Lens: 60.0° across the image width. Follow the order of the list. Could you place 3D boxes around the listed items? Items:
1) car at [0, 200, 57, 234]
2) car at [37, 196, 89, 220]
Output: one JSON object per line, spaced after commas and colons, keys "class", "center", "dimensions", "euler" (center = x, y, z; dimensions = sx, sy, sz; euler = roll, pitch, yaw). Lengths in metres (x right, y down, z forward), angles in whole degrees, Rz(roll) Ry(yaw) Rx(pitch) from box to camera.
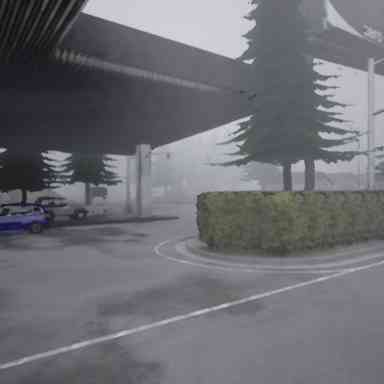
{"class": "car", "center": [-10.108, 1.464, 17.821], "dimensions": [4.611, 1.667, 2.242], "euler": [-1, 0, -36]}
{"class": "car", "center": [-9.908, 1.260, 24.949], "dimensions": [3.866, 1.878, 1.905], "euler": [-1, 0, -36]}
